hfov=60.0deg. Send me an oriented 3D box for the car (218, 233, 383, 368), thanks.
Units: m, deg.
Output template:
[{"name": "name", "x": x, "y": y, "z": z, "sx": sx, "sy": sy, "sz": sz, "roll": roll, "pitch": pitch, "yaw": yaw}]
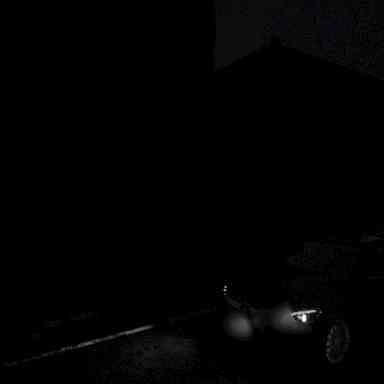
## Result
[{"name": "car", "x": 2.588, "y": 1.499, "z": 5.835, "sx": 4.674, "sy": 1.442, "sz": 1.812, "roll": 0, "pitch": 0, "yaw": -35}]
